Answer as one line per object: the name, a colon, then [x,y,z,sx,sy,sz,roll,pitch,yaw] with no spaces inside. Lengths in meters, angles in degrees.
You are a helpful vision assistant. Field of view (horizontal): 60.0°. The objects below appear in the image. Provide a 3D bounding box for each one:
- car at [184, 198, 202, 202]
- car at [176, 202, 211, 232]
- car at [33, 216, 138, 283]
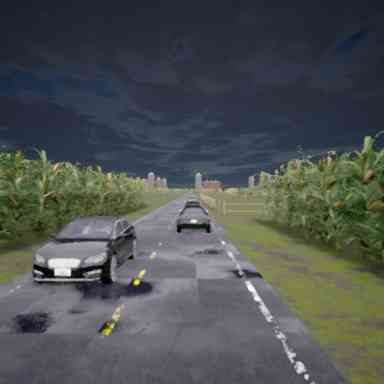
car: [0.103,1.471,39.789,1.837,1.490,4.892,0,0,0]
car: [0.097,1.554,20.245,1.994,1.385,4.181,0,0,0]
car: [-2.806,1.488,9.712,2.128,1.511,4.902,0,0,0]
